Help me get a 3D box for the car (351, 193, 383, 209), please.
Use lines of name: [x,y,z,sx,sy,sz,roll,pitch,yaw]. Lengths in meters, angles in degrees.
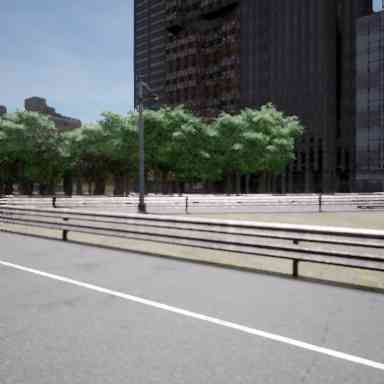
car: [17.713,0.836,31.325,5.357,1.411,2.033,-1,0,-6]
